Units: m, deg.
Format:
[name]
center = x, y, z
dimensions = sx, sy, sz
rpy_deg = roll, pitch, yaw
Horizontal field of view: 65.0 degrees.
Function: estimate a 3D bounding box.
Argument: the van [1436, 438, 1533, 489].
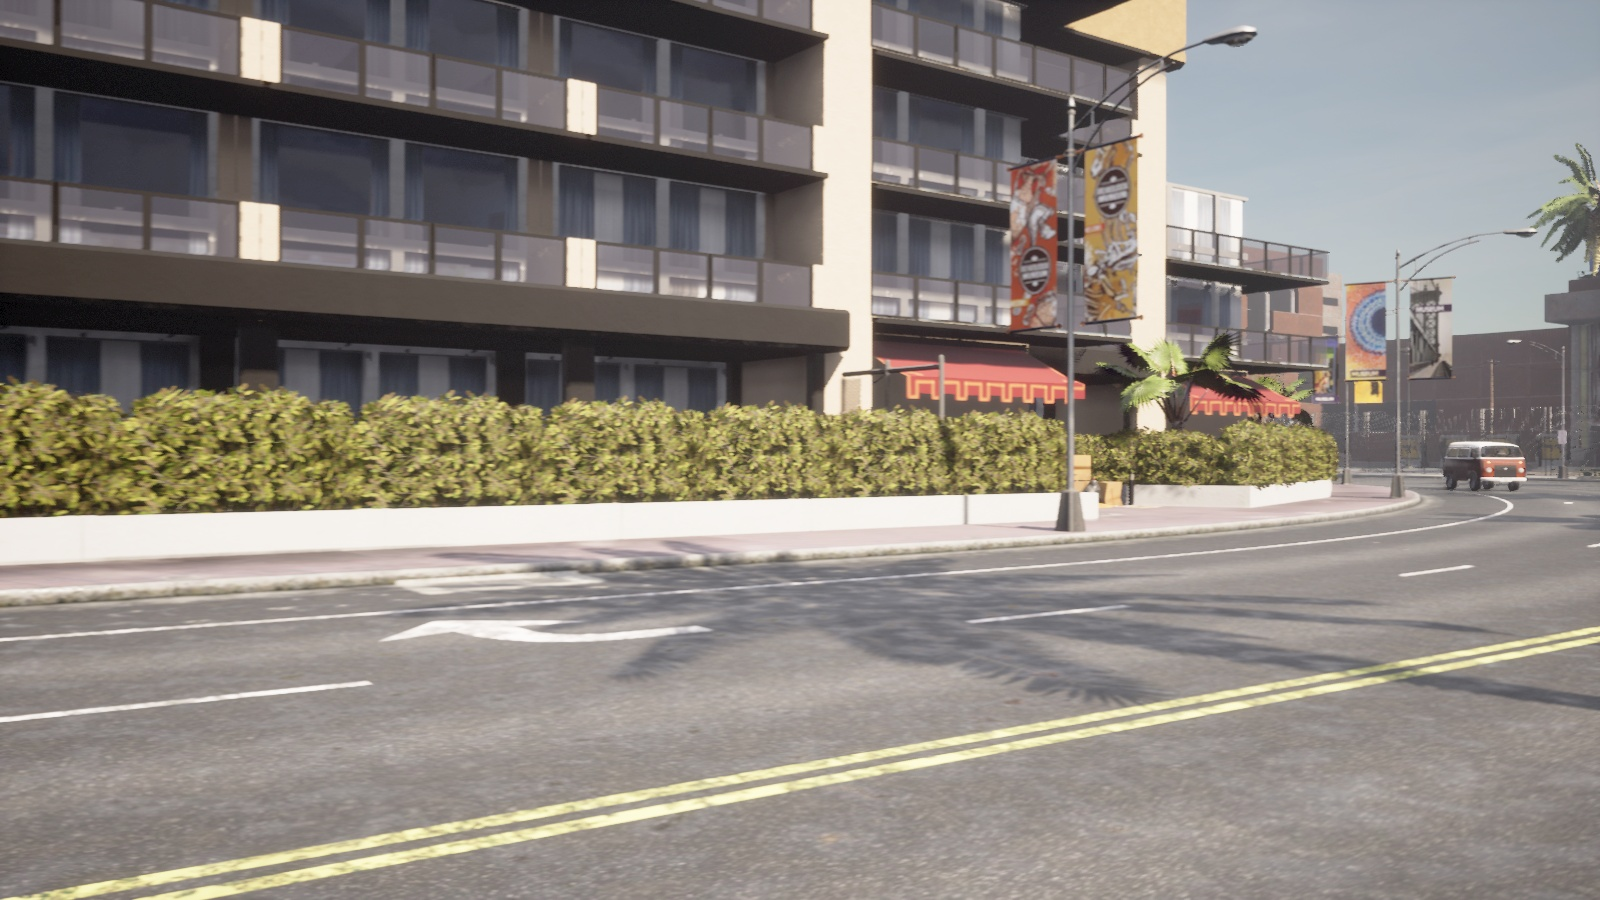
[van]
center = 28.252, 0.536, 52.003
dimensions = 2.069, 2.038, 4.480
rpy_deg = 0, 0, 7
